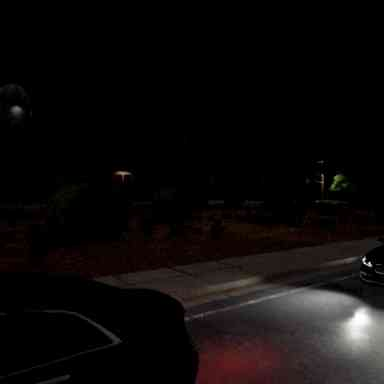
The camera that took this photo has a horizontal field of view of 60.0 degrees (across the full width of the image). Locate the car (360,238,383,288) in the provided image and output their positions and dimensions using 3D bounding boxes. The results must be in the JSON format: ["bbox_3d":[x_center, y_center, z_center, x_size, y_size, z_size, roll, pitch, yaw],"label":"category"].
[{"bbox_3d":[6.169,1.580,8.399,4.892,1.490,1.837,1,0,-36],"label":"car"}]

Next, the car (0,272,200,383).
[{"bbox_3d":[-2.202,1.504,2.419,4.892,1.490,1.837,1,-1,-36],"label":"car"}]
